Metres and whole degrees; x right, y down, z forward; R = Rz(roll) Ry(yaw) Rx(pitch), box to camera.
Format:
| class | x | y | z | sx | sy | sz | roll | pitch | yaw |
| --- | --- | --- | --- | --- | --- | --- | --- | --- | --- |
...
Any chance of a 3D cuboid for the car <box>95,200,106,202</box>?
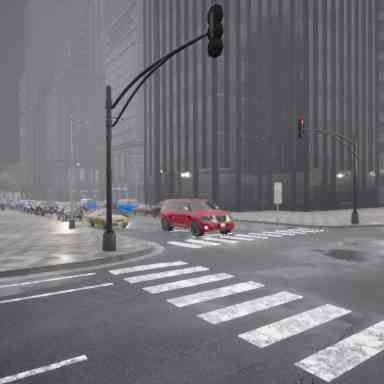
| class | x | y | z | sx | sy | sz | roll | pitch | yaw |
| --- | --- | --- | --- | --- | --- | --- | --- | --- | --- |
| car | -11.133 | 1.875 | 46.072 | 2.192 | 1.841 | 5.009 | -1 | 0 | -35 |

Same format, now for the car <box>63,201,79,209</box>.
| class | x | y | z | sx | sy | sz | roll | pitch | yaw |
| --- | --- | --- | --- | --- | --- | --- | --- | --- | --- |
| car | -22.623 | 2.406 | 62.238 | 1.802 | 1.307 | 4.206 | -1 | 0 | -35 |

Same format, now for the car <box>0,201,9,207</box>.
| class | x | y | z | sx | sy | sz | roll | pitch | yaw |
| --- | --- | --- | --- | --- | --- | --- | --- | --- | --- |
| car | -44.320 | 2.770 | 78.096 | 1.802 | 1.307 | 4.206 | -1 | 0 | -35 |

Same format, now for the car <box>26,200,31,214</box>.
| class | x | y | z | sx | sy | sz | roll | pitch | yaw |
| --- | --- | --- | --- | --- | --- | --- | --- | --- | --- |
| car | -20.470 | 2.195 | 44.463 | 1.887 | 1.381 | 4.507 | -1 | 0 | -35 |

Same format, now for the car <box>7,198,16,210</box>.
| class | x | y | z | sx | sy | sz | roll | pitch | yaw |
| --- | --- | --- | --- | --- | --- | --- | --- | --- | --- |
| car | -31.880 | 2.353 | 60.550 | 1.967 | 1.590 | 4.097 | -1 | 0 | -35 |

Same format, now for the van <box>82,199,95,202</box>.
| class | x | y | z | sx | sy | sz | roll | pitch | yaw |
| --- | --- | --- | --- | --- | --- | --- | --- | --- | --- |
| van | -17.008 | 2.037 | 54.378 | 1.690 | 1.788 | 3.998 | -1 | 0 | -35 |

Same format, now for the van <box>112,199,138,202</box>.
| class | x | y | z | sx | sy | sz | roll | pitch | yaw |
| --- | --- | --- | --- | --- | --- | --- | --- | --- | --- |
| van | -8.195 | 1.832 | 41.919 | 1.690 | 1.788 | 3.998 | -1 | 0 | -35 |

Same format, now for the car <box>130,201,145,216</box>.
| class | x | y | z | sx | sy | sz | roll | pitch | yaw |
| --- | --- | --- | --- | --- | --- | --- | --- | --- | --- |
| car | -5.251 | 2.004 | 37.766 | 1.802 | 1.307 | 4.206 | -1 | 0 | -35 |

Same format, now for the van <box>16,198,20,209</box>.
| class | x | y | z | sx | sy | sz | roll | pitch | yaw |
| --- | --- | --- | --- | --- | --- | --- | --- | --- | --- |
| van | -26.126 | 2.122 | 52.434 | 1.690 | 1.788 | 3.998 | -1 | 0 | -35 |

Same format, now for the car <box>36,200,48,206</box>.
| class | x | y | z | sx | sy | sz | roll | pitch | yaw |
| --- | --- | --- | --- | --- | --- | --- | --- | --- | --- |
| car | -37.670 | 2.709 | 83.456 | 2.008 | 1.369 | 4.403 | -1 | 0 | -35 |

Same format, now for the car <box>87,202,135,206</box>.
| class | x | y | z | sx | sy | sz | roll | pitch | yaw |
| --- | --- | --- | --- | --- | --- | --- | --- | --- | --- |
| car | -7.675 | 1.939 | 31.042 | 2.033 | 1.411 | 5.357 | 0 | -1 | -35 |

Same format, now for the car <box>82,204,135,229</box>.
| class | x | y | z | sx | sy | sz | roll | pitch | yaw |
| --- | --- | --- | --- | --- | --- | --- | --- | --- | --- |
| car | -6.240 | 1.843 | 24.397 | 1.752 | 1.417 | 4.829 | -1 | 0 | -35 |

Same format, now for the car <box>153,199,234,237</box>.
| class | x | y | z | sx | sy | sz | roll | pitch | yaw |
| --- | --- | --- | --- | --- | --- | --- | --- | --- | --- |
| car | 0.101 | 1.427 | 19.878 | 2.150 | 2.045 | 5.566 | 0 | -1 | -34 |

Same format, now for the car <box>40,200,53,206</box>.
| class | x | y | z | sx | sy | sz | roll | pitch | yaw |
| --- | --- | --- | --- | --- | --- | --- | --- | --- | --- |
| car | -34.660 | 2.660 | 79.213 | 1.947 | 1.339 | 4.313 | -1 | 0 | -35 |

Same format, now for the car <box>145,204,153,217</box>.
| class | x | y | z | sx | sy | sz | roll | pitch | yaw |
| --- | --- | --- | --- | --- | --- | --- | --- | --- | --- |
| car | -2.319 | 1.668 | 33.613 | 2.192 | 1.841 | 5.009 | -1 | 0 | -35 |

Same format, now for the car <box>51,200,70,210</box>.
| class | x | y | z | sx | sy | sz | roll | pitch | yaw |
| --- | --- | --- | --- | --- | --- | --- | --- | --- | --- |
| car | -22.986 | 2.270 | 57.990 | 1.882 | 1.535 | 5.008 | 0 | -1 | -35 |

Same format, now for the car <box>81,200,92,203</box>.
| class | x | y | z | sx | sy | sz | roll | pitch | yaw |
| --- | --- | --- | --- | --- | --- | --- | --- | --- | --- |
| car | -17.005 | 2.256 | 49.606 | 1.895 | 1.301 | 4.718 | 0 | -1 | -35 |

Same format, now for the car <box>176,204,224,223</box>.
| class | x | y | z | sx | sy | sz | roll | pitch | yaw |
| --- | --- | --- | --- | --- | --- | --- | --- | --- | --- |
| car | 0.624 | 1.828 | 29.460 | 1.887 | 1.381 | 4.507 | -1 | 0 | -35 |

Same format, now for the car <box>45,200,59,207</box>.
| class | x | y | z | sx | sy | sz | roll | pitch | yaw |
| --- | --- | --- | --- | --- | --- | --- | --- | --- | --- |
| car | -31.650 | 2.594 | 74.968 | 1.947 | 1.339 | 4.313 | -1 | 0 | -35 |

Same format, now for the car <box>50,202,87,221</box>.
| class | x | y | z | sx | sy | sz | roll | pitch | yaw |
| --- | --- | --- | --- | --- | --- | --- | --- | --- | --- |
| car | -11.991 | 2.004 | 32.506 | 2.008 | 1.369 | 4.403 | -1 | 0 | -35 |

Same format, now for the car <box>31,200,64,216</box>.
| class | x | y | z | sx | sy | sz | roll | pitch | yaw |
| --- | --- | --- | --- | --- | --- | --- | --- | --- | --- |
| car | -17.649 | 1.900 | 40.478 | 2.192 | 1.841 | 5.009 | -1 | 0 | -35 |

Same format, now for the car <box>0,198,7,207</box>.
| class | x | y | z | sx | sy | sz | roll | pitch | yaw |
| --- | --- | --- | --- | --- | --- | --- | --- | --- | --- |
| car | -41.210 | 2.666 | 73.710 | 1.887 | 1.381 | 4.507 | -1 | 0 | -35 |

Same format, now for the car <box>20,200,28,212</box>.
| class | x | y | z | sx | sy | sz | roll | pitch | yaw |
| --- | --- | --- | --- | --- | --- | --- | --- | --- | --- |
| car | -23.298 | 2.156 | 48.448 | 1.967 | 1.590 | 4.097 | -1 | 0 | -35 |
